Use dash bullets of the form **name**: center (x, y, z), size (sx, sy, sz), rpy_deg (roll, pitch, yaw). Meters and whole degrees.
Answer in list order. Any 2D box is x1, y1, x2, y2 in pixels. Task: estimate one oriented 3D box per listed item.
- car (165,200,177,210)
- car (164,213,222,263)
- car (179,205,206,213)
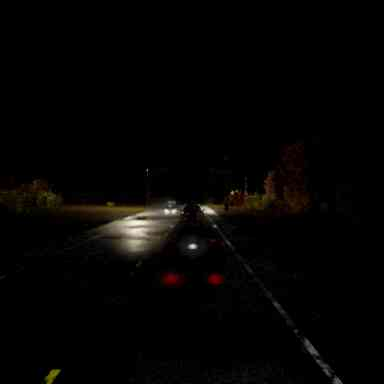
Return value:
- **car**: center (-3.578, 2.205, 56.766), size (2.128, 1.511, 4.902), rpy_deg (0, -1, 0)
- **car**: center (0.045, 1.720, 12.580), size (1.994, 1.385, 4.181), rpy_deg (0, -1, 1)
- **car**: center (0.040, 1.843, 27.387), size (1.837, 1.490, 4.892), rpy_deg (0, 0, 1)
